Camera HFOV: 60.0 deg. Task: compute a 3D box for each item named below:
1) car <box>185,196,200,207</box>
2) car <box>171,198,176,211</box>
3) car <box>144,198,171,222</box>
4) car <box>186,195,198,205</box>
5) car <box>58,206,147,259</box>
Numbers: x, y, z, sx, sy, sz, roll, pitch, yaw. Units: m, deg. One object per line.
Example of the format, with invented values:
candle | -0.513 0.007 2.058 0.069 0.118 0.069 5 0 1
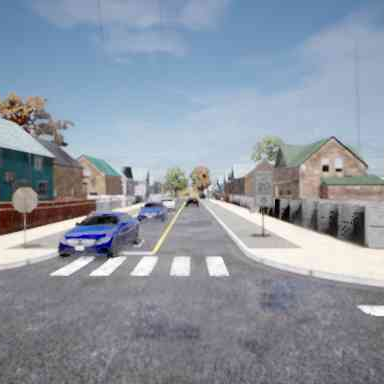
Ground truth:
car | 0.065 1.361 47.676 1.837 1.490 4.892 0 0 0
car | -2.826 1.385 37.831 1.812 1.442 4.674 0 0 0
car | -2.843 1.409 25.026 1.812 1.442 4.674 0 0 0
car | 0.019 1.349 57.923 1.882 1.535 5.008 0 0 0
car | -3.235 1.460 12.552 1.812 1.442 4.674 0 0 6
